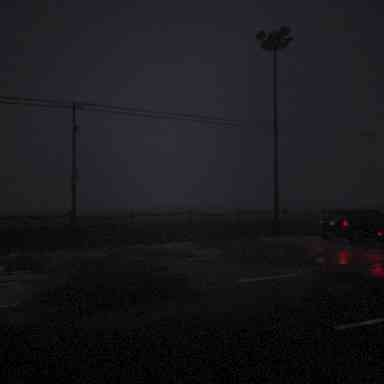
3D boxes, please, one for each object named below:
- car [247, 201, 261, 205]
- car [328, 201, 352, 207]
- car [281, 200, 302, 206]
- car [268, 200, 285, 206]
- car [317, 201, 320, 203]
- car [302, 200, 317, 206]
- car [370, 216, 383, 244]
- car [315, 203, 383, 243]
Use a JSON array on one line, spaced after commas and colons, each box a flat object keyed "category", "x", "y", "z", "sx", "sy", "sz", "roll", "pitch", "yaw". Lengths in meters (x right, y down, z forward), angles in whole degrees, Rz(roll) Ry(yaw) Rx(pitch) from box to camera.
[{"category": "car", "x": 16.494, "y": 2.948, "z": 88.375, "sx": 1.882, "sy": 1.535, "sz": 5.008, "roll": 0, "pitch": -1, "yaw": -20}, {"category": "car", "x": 34.968, "y": 2.774, "z": 78.828, "sx": 2.033, "sy": 1.411, "sz": 5.357, "roll": 0, "pitch": -1, "yaw": -20}, {"category": "car", "x": 21.728, "y": 2.585, "z": 74.267, "sx": 2.097, "sy": 1.767, "sz": 4.553, "roll": 0, "pitch": -1, "yaw": -20}, {"category": "car", "x": 23.057, "y": 3.001, "z": 90.808, "sx": 2.128, "sy": 1.511, "sz": 4.902, "roll": 0, "pitch": -1, "yaw": -20}, {"category": "car", "x": 28.281, "y": 2.761, "z": 76.726, "sx": 1.812, "sy": 1.442, "sz": 4.674, "roll": 0, "pitch": -1, "yaw": -20}, {"category": "car", "x": 25.137, "y": 2.582, "z": 75.140, "sx": 2.097, "sy": 1.767, "sz": 4.553, "roll": 0, "pitch": -1, "yaw": -20}, {"category": "car", "x": 10.338, "y": 1.810, "z": 14.320, "sx": 4.718, "sy": 1.301, "sz": 1.895, "roll": 0, "pitch": -1, "yaw": -21}, {"category": "car", "x": 9.075, "y": 1.625, "z": 17.588, "sx": 4.553, "sy": 1.767, "sz": 2.097, "roll": 0, "pitch": -1, "yaw": -21}]
